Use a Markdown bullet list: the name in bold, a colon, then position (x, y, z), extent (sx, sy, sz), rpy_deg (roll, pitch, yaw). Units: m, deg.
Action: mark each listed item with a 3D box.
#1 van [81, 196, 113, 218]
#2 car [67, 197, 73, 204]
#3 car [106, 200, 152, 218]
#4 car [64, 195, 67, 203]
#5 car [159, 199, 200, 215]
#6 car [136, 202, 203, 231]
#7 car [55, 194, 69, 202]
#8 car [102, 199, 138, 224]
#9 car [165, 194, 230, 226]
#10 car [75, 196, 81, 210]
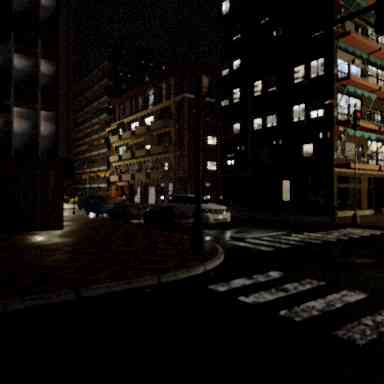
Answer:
- **van**: position (-8.071, 1.249, 29.194), extent (1.690, 1.788, 3.998), rpy_deg (0, 0, -36)
- **car**: position (-21.200, 1.418, 61.816), extent (1.752, 1.417, 4.829), rpy_deg (0, 0, -36)
- **car**: position (-5.872, 1.464, 30.567), extent (2.033, 1.411, 5.357), rpy_deg (0, 0, -36)
- **car**: position (-24.158, 1.431, 61.472), extent (2.033, 1.411, 5.357), rpy_deg (0, 0, -35)
- **car**: position (-1.367, 1.459, 34.222), extent (1.752, 1.417, 4.829), rpy_deg (0, 0, -36)
- **car**: position (-1.461, 1.510, 19.996), extent (1.802, 1.307, 4.206), rpy_deg (0, 0, -36)
- **car**: position (-27.712, 1.331, 70.875), extent (1.967, 1.590, 4.097), rpy_deg (0, 0, -36)
- **car**: position (-4.666, 1.443, 24.456), extent (1.752, 1.417, 4.829), rpy_deg (0, 0, -36)
- **car**: position (0.112, 1.155, 22.243), extent (2.150, 2.045, 5.566), rpy_deg (0, 0, -36)
- **car**: position (-11.802, 1.504, 38.844), extent (1.895, 1.301, 4.718), rpy_deg (0, 0, -36)
